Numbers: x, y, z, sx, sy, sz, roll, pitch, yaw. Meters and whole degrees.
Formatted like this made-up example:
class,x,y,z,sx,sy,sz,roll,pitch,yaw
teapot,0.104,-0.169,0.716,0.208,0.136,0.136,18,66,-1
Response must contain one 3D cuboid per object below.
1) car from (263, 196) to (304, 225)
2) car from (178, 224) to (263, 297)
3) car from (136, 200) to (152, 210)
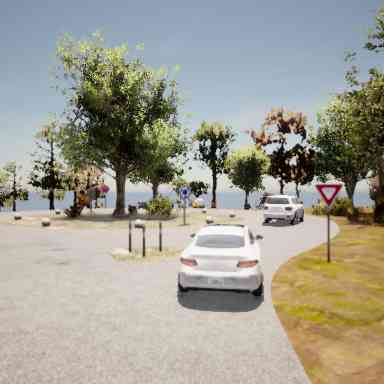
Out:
class,x,y,z,sx,sy,sz,roll,pitch,yaw
car,7.049,1.290,25.281,2.150,2.045,5.566,0,0,28
car,0.857,1.548,8.657,1.812,1.442,4.674,0,0,10
car,-5.586,1.682,44.837,4.181,1.385,1.994,0,0,4
